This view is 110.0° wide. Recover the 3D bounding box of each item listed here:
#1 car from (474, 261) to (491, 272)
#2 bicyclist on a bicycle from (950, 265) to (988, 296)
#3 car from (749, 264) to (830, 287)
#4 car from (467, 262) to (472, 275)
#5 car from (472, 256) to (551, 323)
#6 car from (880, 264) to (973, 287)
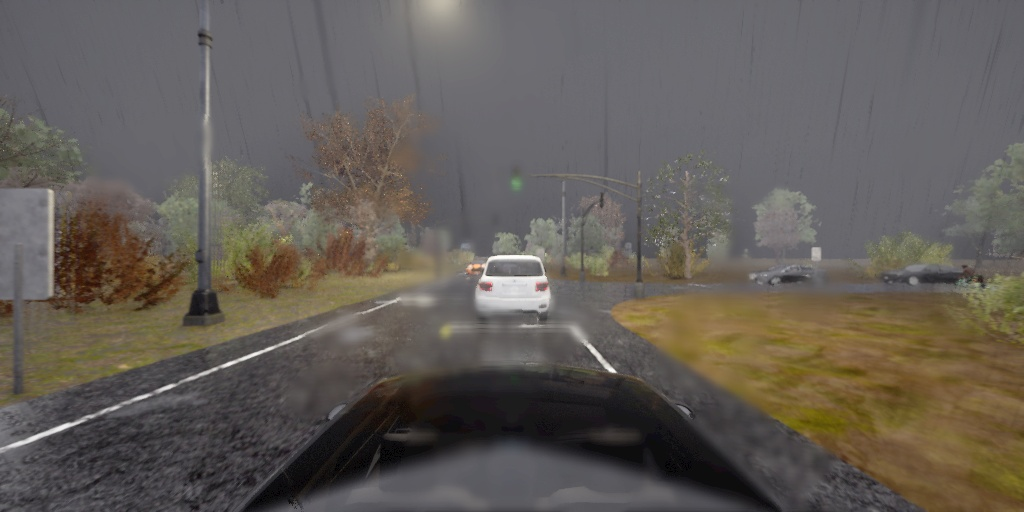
[{"bbox_3d":[-4.148,1.426,50.901,2.128,1.511,4.902,0,0,-1],"label":"car"},{"bbox_3d":[24.145,1.286,18.967,0.582,1.620,1.656,0,-1,2],"label":"bicyclist on a bicycle"},{"bbox_3d":[19.530,1.342,25.371,4.902,1.511,2.128,0,0,1],"label":"car"},{"bbox_3d":[-3.961,1.250,41.449,2.097,1.767,4.553,0,0,-2],"label":"car"},{"bbox_3d":[0.053,1.012,12.420,2.150,2.045,5.566,0,0,0],"label":"car"},{"bbox_3d":[28.892,1.333,25.120,5.008,1.535,1.882,0,0,3],"label":"car"}]
